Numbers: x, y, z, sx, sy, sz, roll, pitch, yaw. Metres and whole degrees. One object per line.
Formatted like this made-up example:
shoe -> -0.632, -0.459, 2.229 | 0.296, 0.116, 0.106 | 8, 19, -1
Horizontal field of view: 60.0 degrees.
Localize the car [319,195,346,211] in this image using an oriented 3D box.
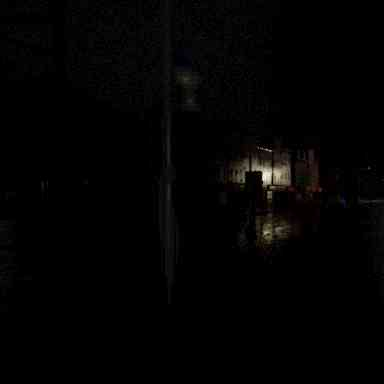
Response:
car -> 16.355, 1.423, 38.584 | 2.128, 1.511, 4.902 | -1, 0, 34
